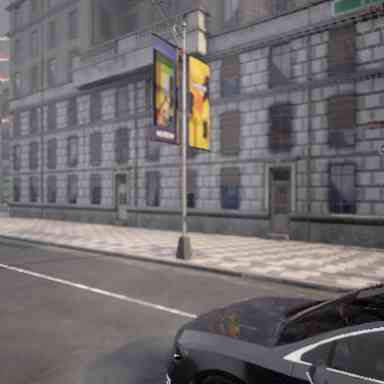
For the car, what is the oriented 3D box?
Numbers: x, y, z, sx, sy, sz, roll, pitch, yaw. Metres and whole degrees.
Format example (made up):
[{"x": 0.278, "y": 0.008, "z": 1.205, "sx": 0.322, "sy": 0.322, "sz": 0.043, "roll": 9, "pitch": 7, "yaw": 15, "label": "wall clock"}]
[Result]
[{"x": 1.996, "y": 1.505, "z": 2.570, "sx": 4.892, "sy": 1.490, "sz": 1.837, "roll": 0, "pitch": 0, "yaw": 36, "label": "car"}]
